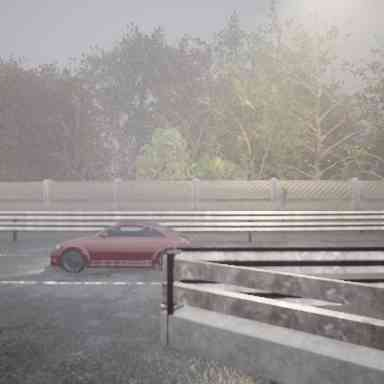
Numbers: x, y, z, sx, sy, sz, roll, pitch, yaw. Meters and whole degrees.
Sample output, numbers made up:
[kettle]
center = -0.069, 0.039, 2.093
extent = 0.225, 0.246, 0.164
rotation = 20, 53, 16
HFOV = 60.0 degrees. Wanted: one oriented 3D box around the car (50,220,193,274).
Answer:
[car]
center = -2.001, 1.577, 10.096
extent = 4.181, 1.385, 1.994
rotation = 0, 0, 1
